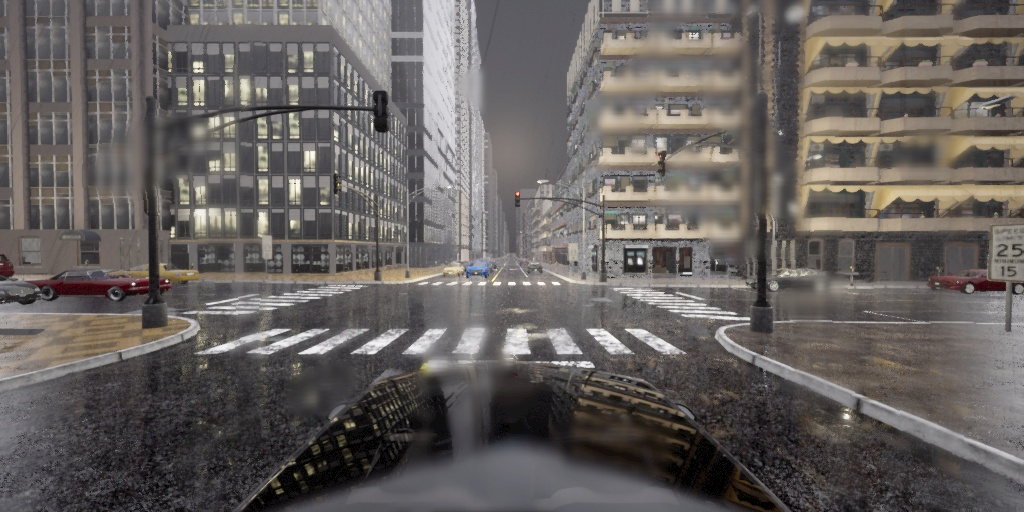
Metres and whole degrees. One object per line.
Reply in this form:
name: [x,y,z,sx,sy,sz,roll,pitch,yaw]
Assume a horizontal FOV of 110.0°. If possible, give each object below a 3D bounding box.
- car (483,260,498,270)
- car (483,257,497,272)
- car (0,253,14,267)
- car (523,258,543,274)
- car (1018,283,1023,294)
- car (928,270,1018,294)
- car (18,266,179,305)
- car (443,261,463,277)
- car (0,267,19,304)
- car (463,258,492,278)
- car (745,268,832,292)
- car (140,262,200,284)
car: [-3.192,1.337,53.608,1.895,1.301,4.718,0,0,0]
car: [-3.174,1.230,43.318,2.128,1.511,4.902,0,0,0]
car: [-33.654,0.712,21.822,5.009,1.841,2.192,0,0,1]
car: [2.610,1.289,41.662,2.007,1.370,4.403,0,0,0]
car: [21.694,1.576,12.773,4.313,1.339,1.948,0,0,1]
car: [27.336,1.462,21.085,4.507,1.381,1.888,0,0,1]
car: [-18.052,1.231,15.833,4.718,1.301,1.895,0,1,1]
car: [-5.759,1.265,35.821,1.751,1.417,4.829,0,0,0]
car: [-20.310,1.204,13.310,4.403,1.370,2.007,0,0,1]
car: [-3.155,1.218,33.627,1.882,1.535,5.008,0,0,-1]
car: [16.270,1.376,21.218,4.403,1.370,2.007,0,0,1]
car: [-21.707,1.029,21.641,4.829,1.417,1.751,0,0,1]
